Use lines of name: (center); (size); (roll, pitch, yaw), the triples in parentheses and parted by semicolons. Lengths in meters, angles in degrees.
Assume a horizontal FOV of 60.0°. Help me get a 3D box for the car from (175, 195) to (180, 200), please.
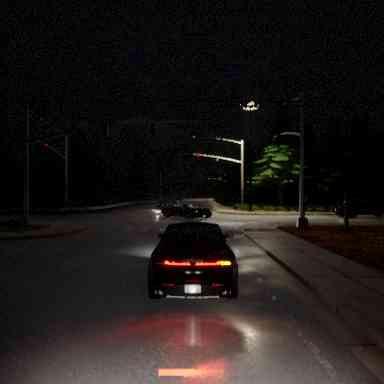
car: (-3.654, 1.480, 59.578); (1.837, 1.490, 4.892); (0, 0, 1)

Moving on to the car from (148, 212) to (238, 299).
car: (0.032, 1.498, 8.438); (1.837, 1.490, 4.892); (0, 0, 0)

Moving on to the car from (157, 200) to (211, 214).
car: (-0.526, 1.604, 27.999); (1.895, 1.301, 4.718); (0, 0, -42)

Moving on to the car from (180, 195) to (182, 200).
car: (-3.268, 1.365, 76.025); (2.033, 1.411, 5.357); (0, 0, 2)

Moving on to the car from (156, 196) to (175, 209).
car: (-3.681, 1.487, 44.510); (1.837, 1.490, 4.892); (0, 0, 0)

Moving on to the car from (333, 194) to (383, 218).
car: (15.543, 1.236, 29.587); (5.566, 2.045, 2.150); (0, 0, 1)
